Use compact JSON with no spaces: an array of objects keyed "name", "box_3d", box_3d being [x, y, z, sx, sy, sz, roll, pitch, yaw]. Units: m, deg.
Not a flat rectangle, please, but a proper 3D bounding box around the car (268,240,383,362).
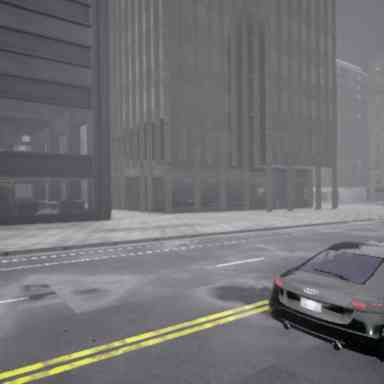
[{"name":"car","box_3d":[3.322,1.564,5.858,4.181,1.385,1.994,0,0,-35]}]
